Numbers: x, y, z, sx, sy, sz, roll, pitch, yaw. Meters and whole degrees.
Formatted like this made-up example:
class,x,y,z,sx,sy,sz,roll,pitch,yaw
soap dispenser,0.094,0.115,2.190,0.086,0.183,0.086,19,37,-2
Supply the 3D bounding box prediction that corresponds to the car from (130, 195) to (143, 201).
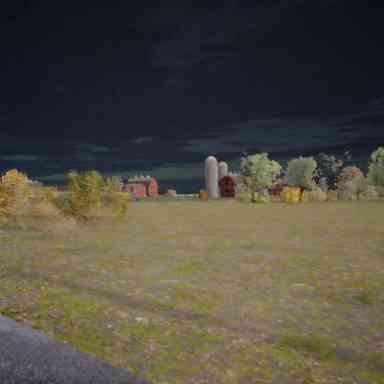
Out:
class,x,y,z,sx,sy,sz,roll,pitch,yaw
car,-14.004,1.537,81.427,2.097,1.767,4.553,-1,-1,36
